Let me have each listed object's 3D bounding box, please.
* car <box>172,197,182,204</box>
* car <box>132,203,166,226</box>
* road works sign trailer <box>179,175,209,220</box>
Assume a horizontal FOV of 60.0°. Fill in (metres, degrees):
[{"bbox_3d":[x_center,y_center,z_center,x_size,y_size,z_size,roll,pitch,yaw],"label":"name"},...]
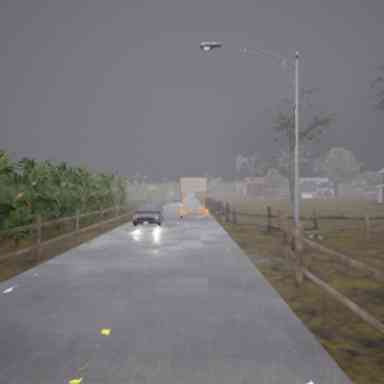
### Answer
[{"bbox_3d":[-2.736,1.603,64.255,2.033,1.411,5.357,0,0,0],"label":"car"},{"bbox_3d":[-2.841,1.500,23.003,2.033,1.411,5.357,0,0,0],"label":"car"},{"bbox_3d":[0.123,0.421,27.757,2.380,3.560,2.880,0,0,-5],"label":"road works sign trailer"}]
